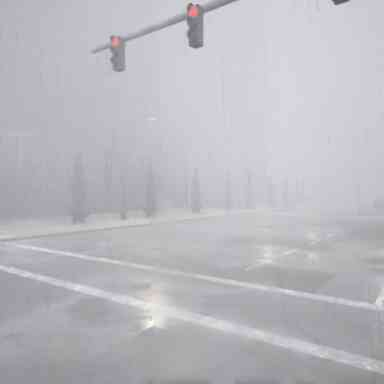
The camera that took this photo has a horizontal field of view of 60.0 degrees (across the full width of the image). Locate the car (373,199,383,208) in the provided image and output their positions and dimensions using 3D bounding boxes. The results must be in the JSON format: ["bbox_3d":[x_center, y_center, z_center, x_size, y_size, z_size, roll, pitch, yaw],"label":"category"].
[{"bbox_3d":[28.351,1.718,49.606,1.994,1.385,4.181,0,0,35],"label":"car"}]
